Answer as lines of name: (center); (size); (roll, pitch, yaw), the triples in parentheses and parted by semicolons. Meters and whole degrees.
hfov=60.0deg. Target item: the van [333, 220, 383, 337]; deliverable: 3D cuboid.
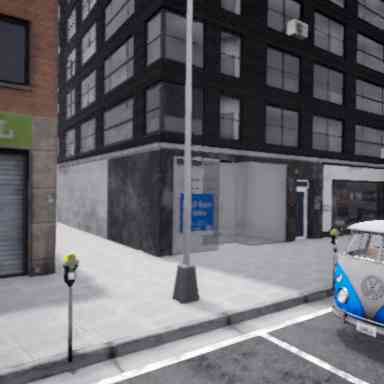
van: (4.093, 1.341, 5.660); (3.998, 1.788, 1.690); (0, 1, -34)
